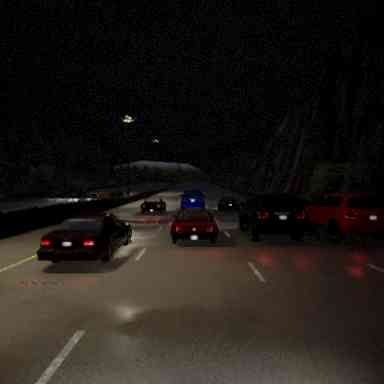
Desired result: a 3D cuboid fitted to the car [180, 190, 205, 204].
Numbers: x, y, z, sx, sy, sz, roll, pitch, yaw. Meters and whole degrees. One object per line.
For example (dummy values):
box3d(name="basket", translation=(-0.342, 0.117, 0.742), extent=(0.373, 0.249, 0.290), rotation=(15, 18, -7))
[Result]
box3d(name="car", translation=(0.074, 0.811, 31.407), extent=(2.150, 2.045, 5.566), rotation=(0, 1, 0))

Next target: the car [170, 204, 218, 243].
box3d(name="car", translation=(0.088, 1.447, 15.154), extent=(1.895, 1.301, 4.718), rotation=(0, 1, 0))

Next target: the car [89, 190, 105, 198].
box3d(name="car", translation=(-17.567, 0.327, 61.941), extent=(1.882, 1.535, 5.008), rotation=(0, 2, 0))

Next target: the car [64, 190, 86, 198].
box3d(name="car", translation=(-21.070, 0.362, 61.376), extent=(2.128, 1.511, 4.902), rotation=(0, 2, 0))

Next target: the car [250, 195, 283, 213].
box3d(name="car", translation=(7.073, 1.066, 32.188), extent=(2.128, 1.511, 4.902), rotation=(0, 1, 0))

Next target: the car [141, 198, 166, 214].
box3d(name="car", translation=(-3.425, 1.209, 30.470), extent=(1.895, 1.301, 4.718), rotation=(0, 1, 0))

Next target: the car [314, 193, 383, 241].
box3d(name="car", translation=(7.087, 1.060, 15.696), extent=(2.150, 2.045, 5.566), rotation=(0, 1, 0))

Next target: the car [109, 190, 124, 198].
box3d(name="car", translation=(-14.071, 0.409, 62.052), extent=(1.994, 1.385, 4.181), rotation=(0, 2, 0))

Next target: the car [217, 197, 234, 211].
box3d(name="car", translation=(3.572, 1.127, 32.819), extent=(1.994, 1.385, 4.181), rotation=(0, 1, 0))

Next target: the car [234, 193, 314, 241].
box3d(name="car", translation=(3.588, 1.059, 15.780), extent=(2.150, 2.045, 5.566), rotation=(0, 1, 0))

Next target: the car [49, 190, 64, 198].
box3d(name="car", translation=(-24.563, 0.392, 61.362), extent=(1.812, 1.442, 4.674), rotation=(0, 2, 0))

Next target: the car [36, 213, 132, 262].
box3d(name="car", translation=(-3.410, 1.439, 11.576), extent=(2.033, 1.411, 5.357), rotation=(0, 1, 0))
